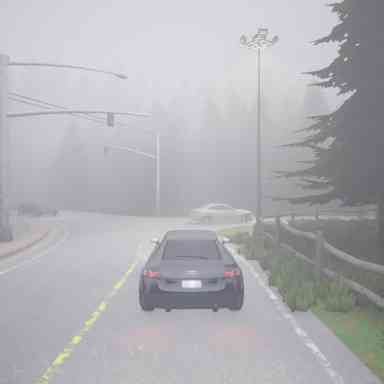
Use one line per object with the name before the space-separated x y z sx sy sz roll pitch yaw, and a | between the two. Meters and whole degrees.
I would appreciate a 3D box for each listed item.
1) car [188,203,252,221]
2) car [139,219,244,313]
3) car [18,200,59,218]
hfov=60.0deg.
car | 2.064 1.550 23.996 4.674 1.442 1.812 0 0 -15
car | -0.029 1.564 7.775 1.994 1.385 4.181 0 0 -1
car | -14.289 1.505 30.786 4.892 1.490 1.837 0 0 37
